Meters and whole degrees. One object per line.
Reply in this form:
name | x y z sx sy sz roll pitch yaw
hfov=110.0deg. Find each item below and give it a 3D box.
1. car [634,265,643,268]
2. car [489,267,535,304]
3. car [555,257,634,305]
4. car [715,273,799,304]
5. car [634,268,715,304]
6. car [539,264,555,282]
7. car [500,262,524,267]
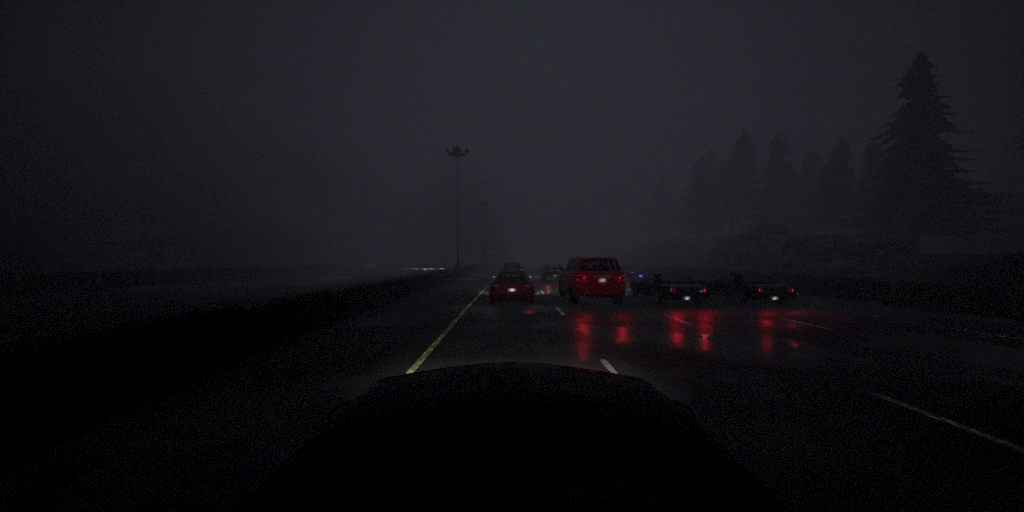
car | 10.503 1.477 31.543 1.812 1.442 4.674 0 -1 0
car | 0.002 1.365 16.525 1.994 1.385 4.181 0 -1 0
car | 3.502 1.056 16.552 2.150 2.045 5.566 0 -1 0
car | 10.502 1.424 16.552 1.895 1.301 4.718 0 -1 0
car | 7.002 1.419 16.553 1.895 1.301 4.718 0 -1 0
car | 3.503 1.429 31.542 2.128 1.511 4.902 0 -1 0
car | 0.003 1.295 31.514 2.097 1.767 4.553 0 -1 0
